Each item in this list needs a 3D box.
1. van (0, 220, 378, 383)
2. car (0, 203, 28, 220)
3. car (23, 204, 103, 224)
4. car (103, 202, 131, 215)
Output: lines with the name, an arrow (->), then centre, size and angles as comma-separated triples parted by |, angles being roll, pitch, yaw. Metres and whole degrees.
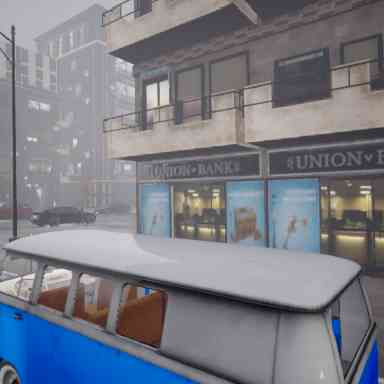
van -> -0.422, 1.342, 3.162 | 3.998, 1.788, 1.690 | 0, -1, 36
car -> -15.270, 1.608, 27.301 | 1.967, 1.590, 4.097 | -2, -1, 36
car -> -8.518, 1.583, 22.334 | 1.947, 1.339, 4.313 | -2, -1, 36
car -> -8.591, 1.797, 36.385 | 1.947, 1.339, 4.313 | -2, -1, 36
